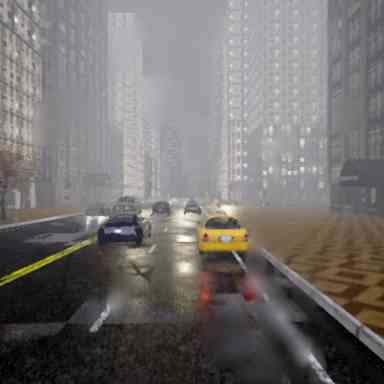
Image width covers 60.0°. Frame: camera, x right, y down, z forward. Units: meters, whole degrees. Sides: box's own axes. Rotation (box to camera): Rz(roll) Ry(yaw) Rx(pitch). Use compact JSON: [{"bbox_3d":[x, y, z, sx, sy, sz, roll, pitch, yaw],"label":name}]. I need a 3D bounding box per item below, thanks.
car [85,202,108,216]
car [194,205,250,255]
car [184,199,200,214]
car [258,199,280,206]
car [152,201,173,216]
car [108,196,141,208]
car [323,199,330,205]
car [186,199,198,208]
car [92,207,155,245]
[{"bbox_3d":[-9.848,1.774,35.266,1.994,1.385,4.181,0,0,0],"label":"car"},{"bbox_3d":[1.130,1.537,13.578,1.801,1.575,5.366,0,0,0],"label":"car"},{"bbox_3d":[0.039,1.798,39.064,1.994,1.385,4.181,0,0,0],"label":"car"},{"bbox_3d":[15.887,2.240,68.889,4.403,1.369,2.008,1,0,-1],"label":"car"},{"bbox_3d":[-3.168,1.691,35.841,1.882,1.535,5.008,0,0,0],"label":"car"},{"bbox_3d":[-6.602,1.421,34.139,2.150,2.045,5.566,0,0,0],"label":"car"},{"bbox_3d":[32.712,2.213,77.616,4.097,1.590,1.967,1,0,-1],"label":"car"},{"bbox_3d":[0.014,1.849,54.209,1.812,1.442,4.674,0,0,1],"label":"car"},{"bbox_3d":[-3.158,1.661,16.231,1.994,1.385,4.181,0,0,0],"label":"car"}]
